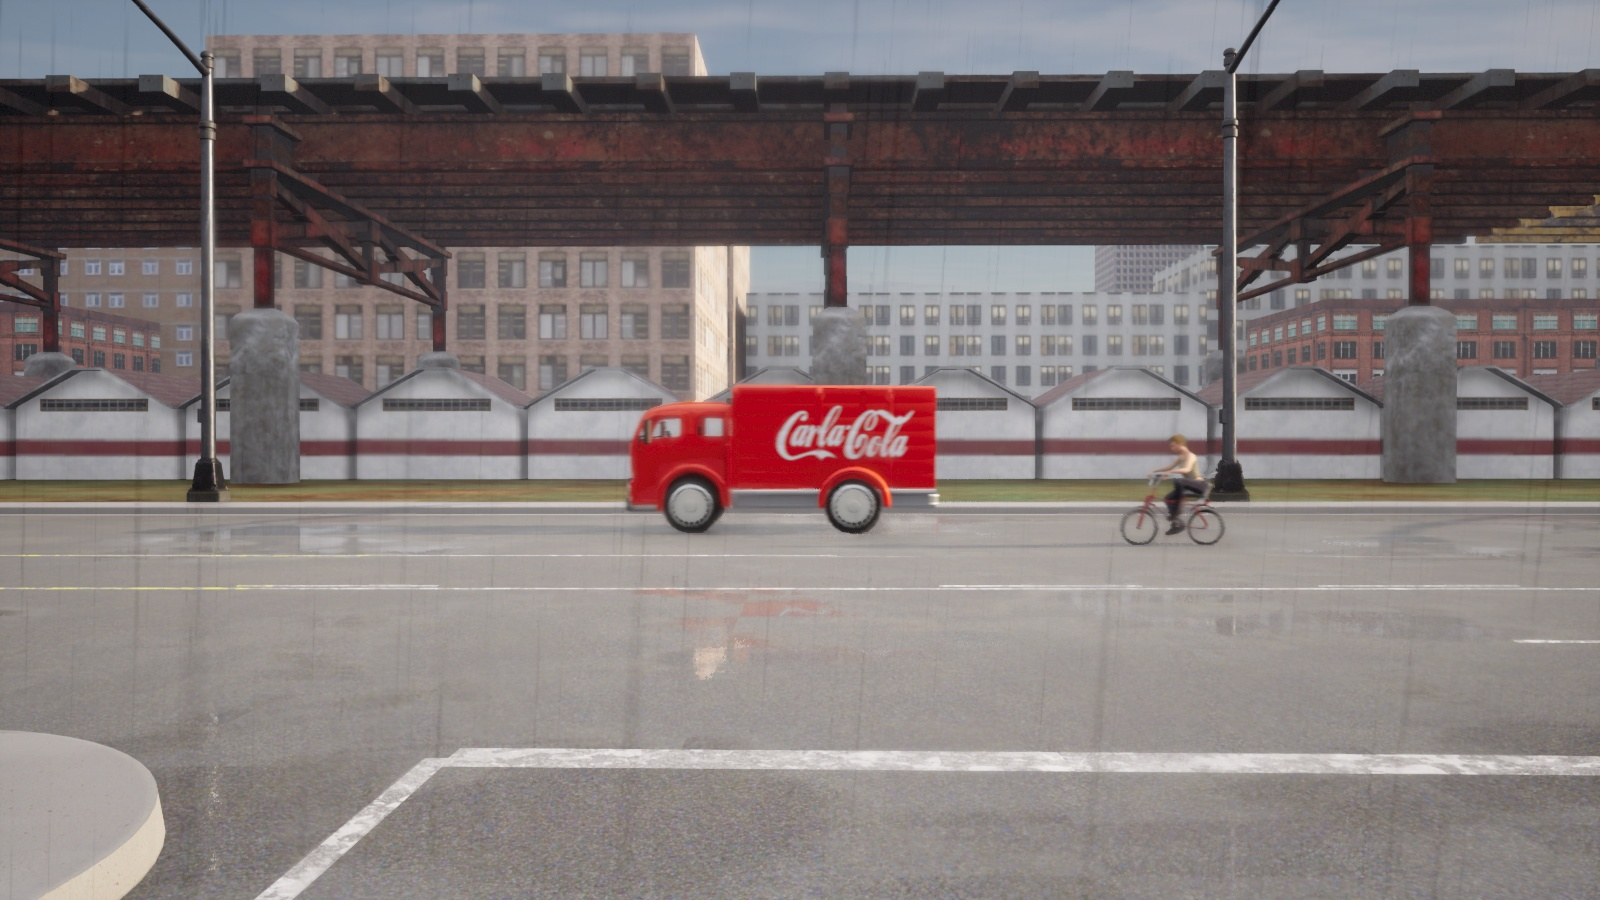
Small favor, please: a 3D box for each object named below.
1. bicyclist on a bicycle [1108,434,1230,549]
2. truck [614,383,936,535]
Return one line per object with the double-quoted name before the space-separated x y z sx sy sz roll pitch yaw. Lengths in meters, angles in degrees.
"bicyclist on a bicycle" 5.288 0.585 18.085 1.509 1.612 0.866 0 0 1
"truck" -0.399 0.137 21.641 5.204 2.467 2.627 0 0 1
